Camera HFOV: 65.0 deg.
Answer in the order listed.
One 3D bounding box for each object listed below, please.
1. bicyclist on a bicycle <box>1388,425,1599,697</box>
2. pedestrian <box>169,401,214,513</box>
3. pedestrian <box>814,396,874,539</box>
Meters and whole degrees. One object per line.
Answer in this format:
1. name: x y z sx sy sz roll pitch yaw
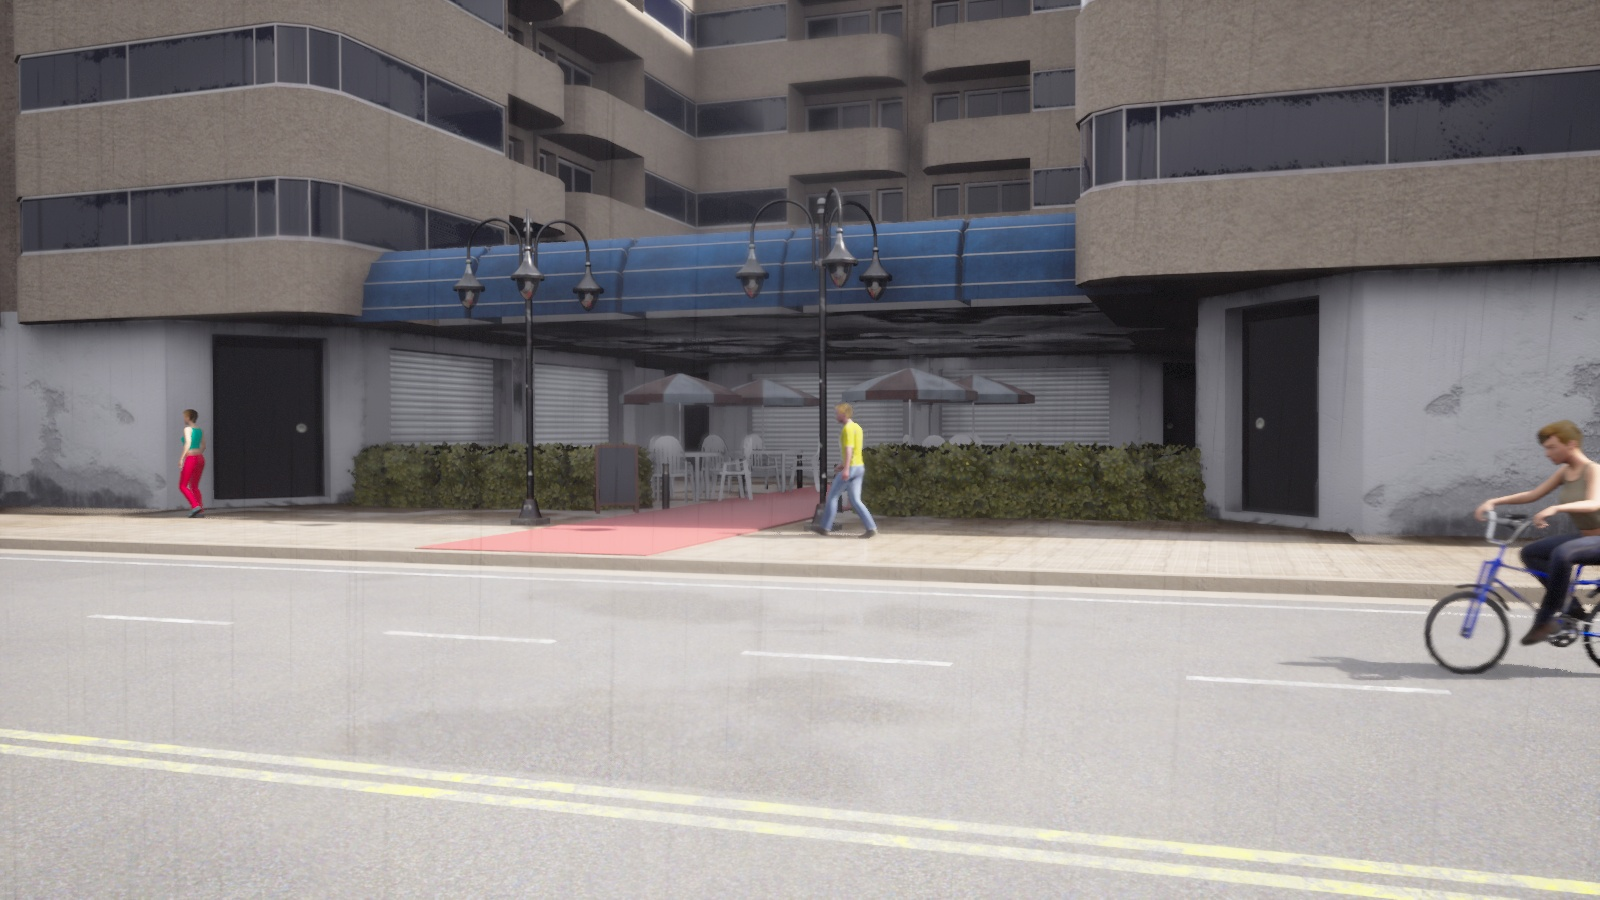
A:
1. bicyclist on a bicycle: 4.652 0.654 7.894 1.509 1.612 0.866 0 1 5
2. pedestrian: -10.075 0.116 20.803 0.594 1.836 0.345 0 1 17
3. pedestrian: 0.577 0.225 16.409 0.706 1.836 0.354 1 1 22
